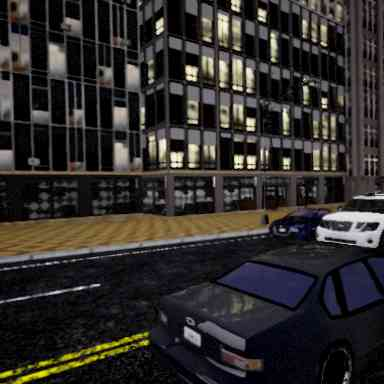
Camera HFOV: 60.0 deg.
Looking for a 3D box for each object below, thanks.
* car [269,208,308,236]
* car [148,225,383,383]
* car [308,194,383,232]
[{"bbox_3d":[5.550,1.452,15.625,4.181,1.385,1.994,-1,0,-35],"label":"car"},{"bbox_3d":[2.044,1.512,4.904,5.357,1.411,2.033,-1,0,-36],"label":"car"},{"bbox_3d":[7.212,1.111,12.822,5.566,2.045,2.150,-1,0,-35],"label":"car"}]
